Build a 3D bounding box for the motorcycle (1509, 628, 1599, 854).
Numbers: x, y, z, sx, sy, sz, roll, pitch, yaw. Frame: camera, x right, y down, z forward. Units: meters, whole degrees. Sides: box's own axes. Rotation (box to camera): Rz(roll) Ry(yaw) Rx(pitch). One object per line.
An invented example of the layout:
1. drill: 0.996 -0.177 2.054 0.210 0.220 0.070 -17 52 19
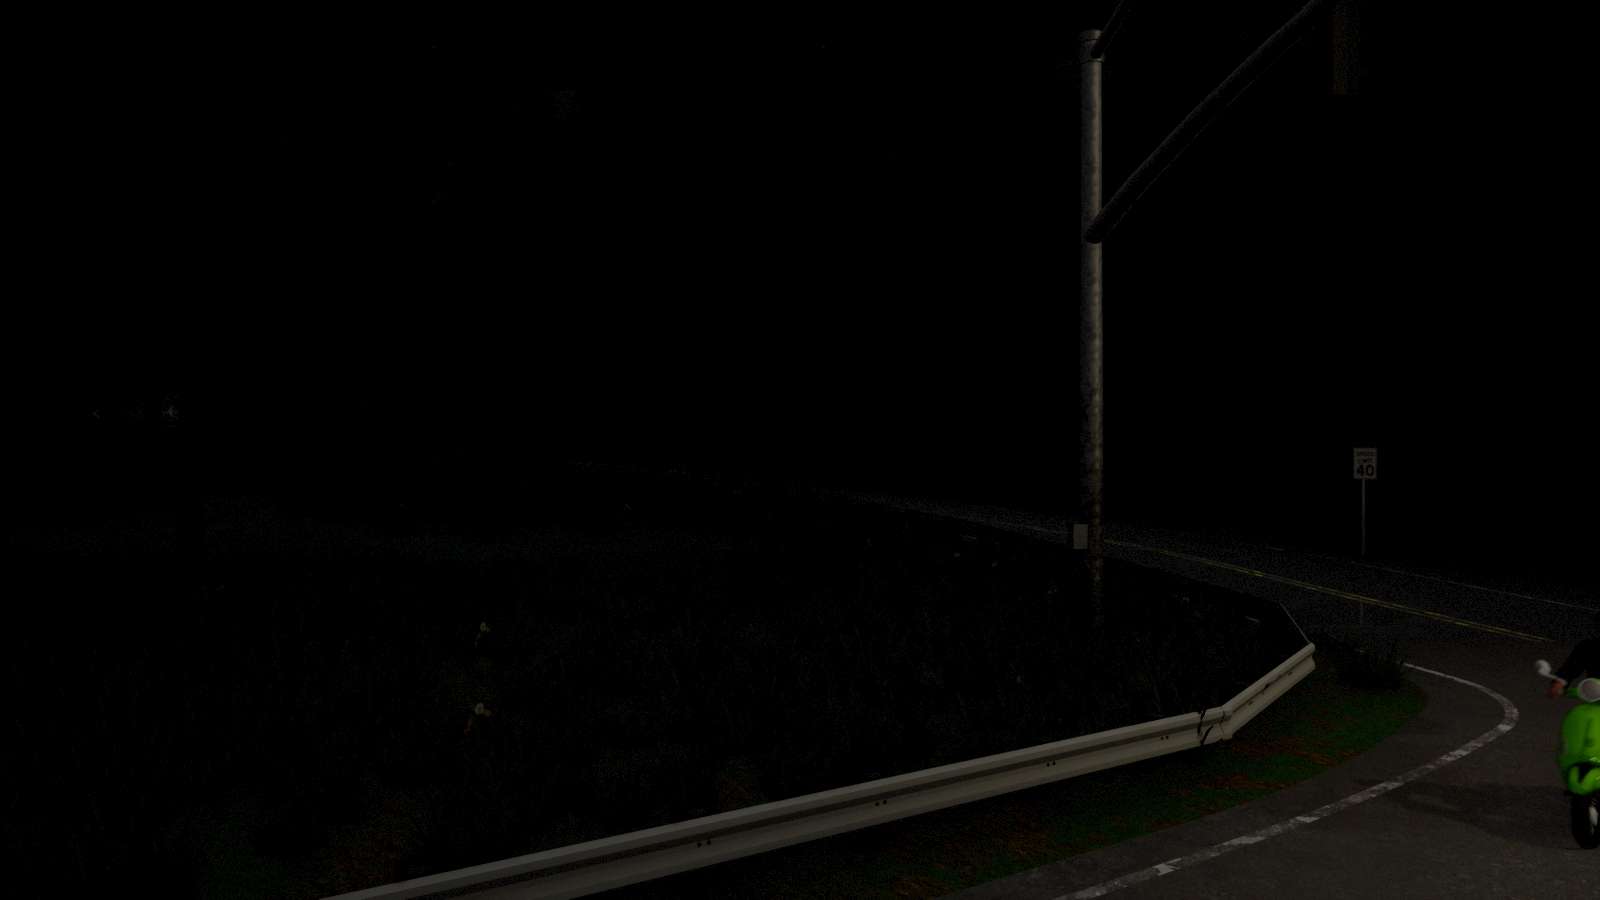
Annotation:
1. motorcycle: 6.099 2.115 8.521 1.805 1.316 0.856 0 -2 -42
